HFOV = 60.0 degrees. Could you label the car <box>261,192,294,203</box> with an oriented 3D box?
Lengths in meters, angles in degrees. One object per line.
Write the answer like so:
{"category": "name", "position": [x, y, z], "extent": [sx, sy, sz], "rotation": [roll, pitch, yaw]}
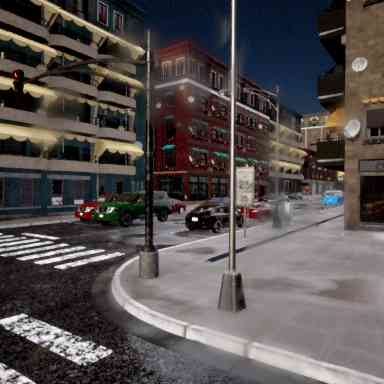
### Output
{"category": "car", "position": [10.342, 0.883, 40.815], "extent": [2.128, 1.511, 4.902], "rotation": [1, 1, 35]}

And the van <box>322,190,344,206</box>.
{"category": "van", "position": [17.388, 0.721, 40.781], "extent": [1.690, 1.788, 3.998], "rotation": [2, 2, 35]}

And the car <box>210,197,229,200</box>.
{"category": "car", "position": [2.517, 1.136, 29.754], "extent": [2.033, 1.411, 5.357], "rotation": [1, 1, 35]}

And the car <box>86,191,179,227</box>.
{"category": "car", "position": [-3.563, 0.963, 21.130], "extent": [2.150, 2.045, 5.566], "rotation": [1, 1, 35]}

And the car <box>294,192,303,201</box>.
{"category": "car", "position": [16.977, 0.719, 54.751], "extent": [1.947, 1.339, 4.313], "rotation": [2, 2, 35]}

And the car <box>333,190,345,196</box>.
{"category": "car", "position": [36.232, 0.255, 82.071], "extent": [1.802, 1.307, 4.206], "rotation": [2, 2, 35]}

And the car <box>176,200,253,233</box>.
{"category": "car", "position": [1.340, 1.348, 18.019], "extent": [1.947, 1.339, 4.313], "rotation": [2, 2, 35]}

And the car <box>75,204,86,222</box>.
{"category": "car", "position": [-5.485, 1.031, 22.872], "extent": [2.192, 1.841, 5.009], "rotation": [2, 2, 35]}

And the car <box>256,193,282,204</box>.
{"category": "car", "position": [10.559, 0.880, 45.644], "extent": [1.947, 1.339, 4.313], "rotation": [2, 2, 35]}

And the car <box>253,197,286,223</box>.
{"category": "car", "position": [4.549, 1.283, 22.572], "extent": [1.802, 1.307, 4.206], "rotation": [2, 2, 35]}

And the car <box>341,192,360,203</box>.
{"category": "car", "position": [23.804, 0.763, 49.890], "extent": [1.887, 1.381, 4.507], "rotation": [2, 2, 35]}

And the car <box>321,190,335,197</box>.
{"category": "car", "position": [29.814, 0.378, 72.964], "extent": [1.887, 1.381, 4.507], "rotation": [2, 2, 35]}

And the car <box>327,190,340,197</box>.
{"category": "car", "position": [33.023, 0.335, 77.517], "extent": [1.802, 1.307, 4.206], "rotation": [2, 2, 35]}

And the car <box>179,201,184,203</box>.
{"category": "car", "position": [-2.278, 1.180, 27.431], "extent": [1.887, 1.381, 4.507], "rotation": [2, 2, 35]}
